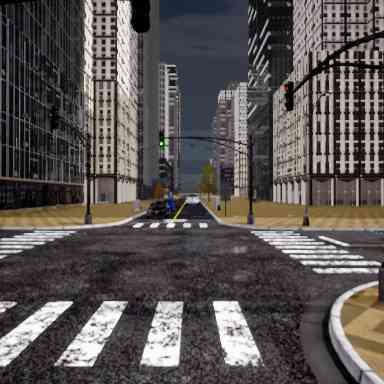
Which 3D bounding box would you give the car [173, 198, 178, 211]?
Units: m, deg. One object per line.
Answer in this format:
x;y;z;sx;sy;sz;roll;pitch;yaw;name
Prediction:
-3.096;1.543;40.682;1.882;1.535;5.008;0;0;0;car

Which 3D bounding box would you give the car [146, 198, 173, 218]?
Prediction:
-3.099;1.556;31.158;1.837;1.490;4.892;0;0;0;car

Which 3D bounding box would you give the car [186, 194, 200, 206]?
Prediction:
0.099;1.307;56.907;2.150;2.045;5.566;0;-1;0;car

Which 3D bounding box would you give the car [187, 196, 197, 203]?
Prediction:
0.072;1.655;71.319;2.033;1.411;5.357;0;0;0;car

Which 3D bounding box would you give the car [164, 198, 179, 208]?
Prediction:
-3.092;1.644;50.558;1.994;1.385;4.181;0;0;0;car
